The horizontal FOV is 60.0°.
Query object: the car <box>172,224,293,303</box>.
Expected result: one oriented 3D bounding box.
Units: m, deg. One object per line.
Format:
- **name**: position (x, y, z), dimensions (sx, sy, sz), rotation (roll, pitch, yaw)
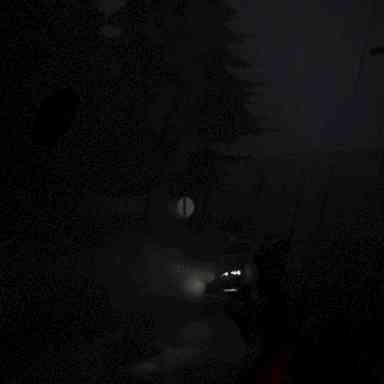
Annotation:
- **car**: position (1.320, 1.666, 8.872), dimensions (2.128, 1.511, 4.902), rotation (-1, -1, 30)
